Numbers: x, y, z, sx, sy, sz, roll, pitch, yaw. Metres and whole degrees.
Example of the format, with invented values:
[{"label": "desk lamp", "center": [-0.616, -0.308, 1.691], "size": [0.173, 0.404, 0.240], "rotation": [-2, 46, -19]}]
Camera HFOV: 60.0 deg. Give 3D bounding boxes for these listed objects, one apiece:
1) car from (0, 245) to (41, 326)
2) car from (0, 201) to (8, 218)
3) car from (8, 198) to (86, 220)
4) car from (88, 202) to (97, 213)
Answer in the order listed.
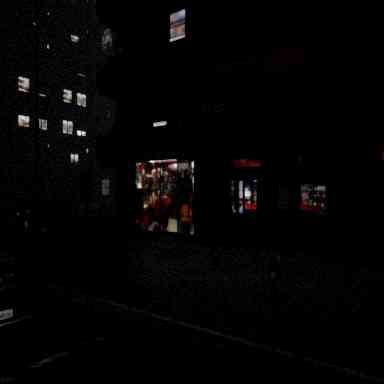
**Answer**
[{"label": "car", "center": [-4.505, 1.551, 6.083], "size": [4.403, 1.369, 2.008], "rotation": [0, 0, 35]}, {"label": "car", "center": [-14.075, 1.350, 26.090], "size": [2.008, 1.369, 4.403], "rotation": [1, 1, 35]}, {"label": "car", "center": [-11.109, 1.283, 25.834], "size": [1.837, 1.490, 4.892], "rotation": [0, 1, 35]}, {"label": "car", "center": [-10.987, 1.250, 30.516], "size": [1.752, 1.417, 4.829], "rotation": [1, 1, 35]}]
